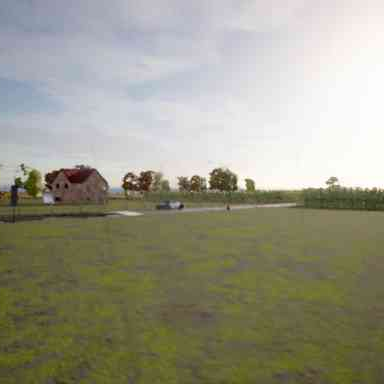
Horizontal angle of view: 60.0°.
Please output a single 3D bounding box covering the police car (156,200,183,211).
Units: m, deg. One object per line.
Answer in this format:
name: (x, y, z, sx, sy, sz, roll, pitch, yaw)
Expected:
police car: (-3.436, 1.967, 50.078, 2.038, 1.542, 4.974, 1, 0, 35)
